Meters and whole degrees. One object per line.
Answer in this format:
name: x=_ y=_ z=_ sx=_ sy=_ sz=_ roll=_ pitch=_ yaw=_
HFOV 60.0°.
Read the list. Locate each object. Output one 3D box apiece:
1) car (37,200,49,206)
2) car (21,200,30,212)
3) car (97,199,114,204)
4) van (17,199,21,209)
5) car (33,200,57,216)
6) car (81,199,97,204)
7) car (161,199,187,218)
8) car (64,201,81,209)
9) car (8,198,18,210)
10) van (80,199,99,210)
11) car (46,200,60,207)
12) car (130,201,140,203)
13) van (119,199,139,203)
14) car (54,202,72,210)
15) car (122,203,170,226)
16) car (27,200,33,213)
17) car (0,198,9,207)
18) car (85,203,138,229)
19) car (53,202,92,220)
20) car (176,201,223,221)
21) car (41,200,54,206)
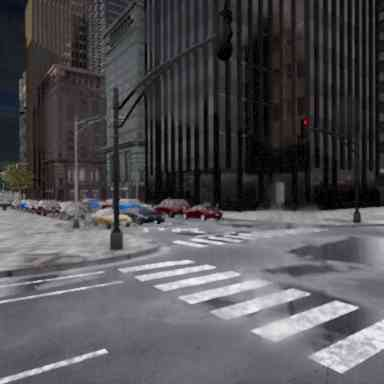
car: x=-37.523 y=2.683 z=83.587 sx=2.008 sy=1.369 sz=4.403 roll=-1 pitch=0 yaw=-35
car: x=-23.111 y=2.143 z=48.595 sx=1.967 sy=1.590 sz=4.097 roll=-1 pitch=0 yaw=-35
car: x=-10.944 y=1.849 z=46.233 sx=2.192 sy=1.841 sz=5.009 roll=-1 pitch=0 yaw=-35
van: x=-25.945 y=2.109 z=52.577 sx=1.690 sy=1.788 sz=3.998 roll=-1 pitch=0 yaw=-35
car: x=-17.453 y=1.887 z=40.631 sx=2.192 sy=1.841 sz=5.009 roll=-1 pitch=0 yaw=-35
car: x=-16.295 y=2.113 z=49.043 sx=2.128 sy=1.511 sz=4.902 roll=0 pitch=-1 yaw=-35
car: x=-2.117 y=1.642 z=33.784 sx=2.192 sy=1.841 sz=5.009 roll=-1 pitch=0 yaw=-35
car: x=-22.452 y=2.380 z=62.386 sx=1.802 sy=1.307 sz=4.206 roll=-1 pitch=0 yaw=-35
car: x=-31.707 y=2.340 z=60.687 sx=1.967 sy=1.590 sz=4.097 roll=-1 pitch=0 yaw=-35
van: x=-16.829 y=2.011 z=54.532 sx=1.690 sy=1.788 sz=3.998 roll=-1 pitch=0 yaw=-35
car: x=-31.494 y=2.568 z=75.106 sx=1.947 sy=1.339 sz=4.313 roll=-1 pitch=0 yaw=-35
car: x=-5.053 y=1.978 z=37.933 sx=1.802 sy=1.307 sz=4.206 roll=-1 pitch=0 yaw=-35
van: x=-8.001 y=1.806 z=42.083 sx=1.690 sy=1.788 sz=3.998 roll=-1 pitch=0 yaw=-35
car: x=-22.354 y=2.361 z=57.498 sx=1.895 sy=1.301 sz=4.718 roll=0 pitch=-1 yaw=-35
car: x=-4.214 y=1.845 z=26.627 sx=2.033 sy=1.411 sz=5.357 roll=0 pitch=-1 yaw=-35
car: x=-20.279 y=2.182 z=44.613 sx=1.887 sy=1.381 sz=4.507 roll=-1 pitch=0 yaw=-35
car: x=-41.052 y=2.652 z=73.837 sx=1.887 sy=1.381 sz=4.507 roll=-1 pitch=0 yaw=-35
car: x=-6.027 y=1.829 z=24.564 sx=1.752 sy=1.417 sz=4.829 roll=-1 pitch=0 yaw=-35
car: x=-11.786 y=1.990 z=32.666 sx=2.008 sy=1.369 sz=4.403 roll=-1 pitch=0 yaw=-35
car: x=0.832 y=1.802 z=29.634 sx=1.887 sy=1.381 sz=4.507 roll=-1 pitch=0 yaw=-35
car: x=-34.509 y=2.633 z=79.347 sx=1.947 sy=1.339 sz=4.313 roll=-1 pitch=0 yaw=-35
